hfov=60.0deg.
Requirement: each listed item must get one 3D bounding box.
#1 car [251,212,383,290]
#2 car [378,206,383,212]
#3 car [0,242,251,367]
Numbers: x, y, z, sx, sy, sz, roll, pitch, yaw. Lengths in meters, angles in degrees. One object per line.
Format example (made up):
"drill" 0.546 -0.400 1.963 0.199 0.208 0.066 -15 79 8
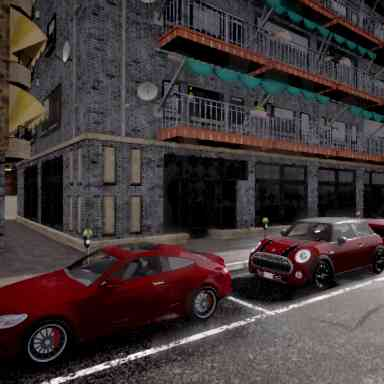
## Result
"car" 3.423 1.443 9.016 4.097 1.590 1.967 0 0 -36
"car" 8.028 1.322 12.315 5.009 1.841 2.192 0 0 -36
"car" -1.180 1.583 5.718 4.206 1.307 1.802 0 0 -36
